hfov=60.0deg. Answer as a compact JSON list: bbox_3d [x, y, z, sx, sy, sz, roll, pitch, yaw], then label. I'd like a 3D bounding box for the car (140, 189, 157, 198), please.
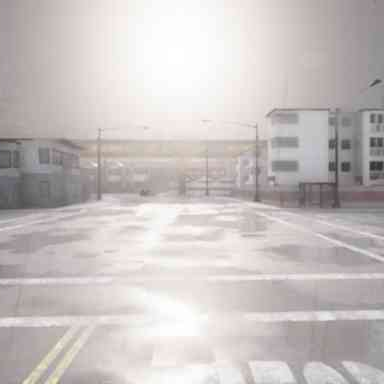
[{"bbox_3d":[-7.597,0.208,57.851,1.837,1.490,4.892,2,1,-25],"label":"car"}]

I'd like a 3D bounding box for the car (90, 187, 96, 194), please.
[{"bbox_3d":[-24.478,-0.489,76.354,5.566,2.045,2.150,0,0,31],"label":"car"}]
